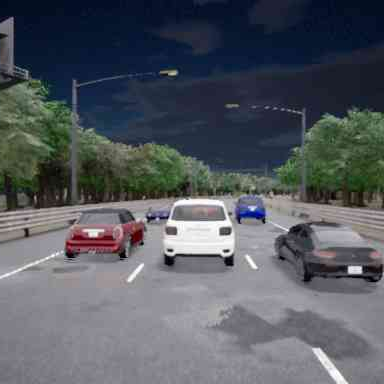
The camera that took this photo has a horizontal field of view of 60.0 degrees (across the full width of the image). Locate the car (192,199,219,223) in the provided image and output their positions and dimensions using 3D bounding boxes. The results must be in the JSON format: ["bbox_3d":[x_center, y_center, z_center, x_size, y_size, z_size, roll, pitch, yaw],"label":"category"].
[{"bbox_3d":[1.201,1.503,27.919,2.097,1.767,4.553,0,0,5],"label":"car"}]

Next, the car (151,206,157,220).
[{"bbox_3d":[-2.389,1.744,26.982,1.895,1.301,4.718,0,0,4],"label":"car"}]

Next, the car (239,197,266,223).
[{"bbox_3d":[4.624,1.374,26.917,2.150,2.045,5.566,0,0,5],"label":"car"}]

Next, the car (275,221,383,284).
[{"bbox_3d":[3.730,1.580,9.709,1.812,1.442,4.674,0,0,3],"label":"car"}]

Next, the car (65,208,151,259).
[{"bbox_3d":[-3.134,1.418,13.004,2.097,1.767,4.553,0,0,2],"label":"car"}]

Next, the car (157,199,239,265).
[{"bbox_3d":[0.319,1.287,12.064,2.150,2.045,5.566,0,0,3],"label":"car"}]
